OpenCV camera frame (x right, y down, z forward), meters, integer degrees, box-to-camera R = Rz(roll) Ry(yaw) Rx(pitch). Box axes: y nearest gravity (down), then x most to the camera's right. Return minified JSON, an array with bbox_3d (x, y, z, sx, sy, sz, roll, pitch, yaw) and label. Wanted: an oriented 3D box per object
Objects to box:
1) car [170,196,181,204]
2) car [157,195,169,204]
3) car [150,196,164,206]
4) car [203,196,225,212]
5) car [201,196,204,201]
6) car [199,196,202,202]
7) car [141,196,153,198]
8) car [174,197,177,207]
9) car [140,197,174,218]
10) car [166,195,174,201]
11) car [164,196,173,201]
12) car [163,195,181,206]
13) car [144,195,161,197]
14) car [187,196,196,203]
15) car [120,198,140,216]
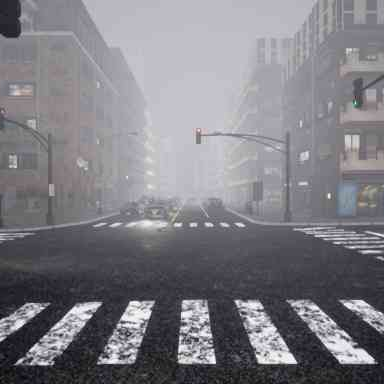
[{"bbox_3d":[-3.098,1.503,64.530,1.882,1.535,5.008,0,0,0],"label":"car"},{"bbox_3d":[-5.788,1.465,66.308,1.967,1.590,4.097,0,0,0],"label":"car"},{"bbox_3d":[-5.771,1.457,54.943,1.967,1.590,4.097,0,0,0],"label":"car"},{"bbox_3d":[2.634,1.448,37.910,1.967,1.590,4.097,0,0,0],"label":"car"},{"bbox_3d":[2.626,1.451,43.592,1.967,1.590,4.097,0,0,0],"label":"car"},{"bbox_3d":[2.609,1.599,54.957,1.802,1.307,4.206,0,0,0],"label":"car"},{"bbox_3d":[-5.746,1.534,37.725,1.752,1.417,4.829,0,0,0],"label":"car"},{"bbox_3d":[-3.158,1.610,39.946,1.895,1.301,4.718,0,0,0],"label":"car"},{"bbox_3d":[-3.136,1.497,30.647,2.128,1.511,4.902,0,0,1],"label":"car"},{"bbox_3d":[-5.823,1.595,89.037,2.008,1.369,4.403,0,0,0],"label":"car"},{"bbox_3d":[-5.814,1.589,83.354,2.008,1.369,4.403,0,0,0],"label":"car"},{"bbox_3d":[-3.162,1.578,49.924,1.994,1.385,4.181,0,0,0],"label":"car"},{"bbox_3d":[-5.755,1.326,43.578,2.192,1.841,5.009,0,0,0],"label":"car"},{"bbox_3d":[-0.061,1.539,70.634,2.128,1.511,4.902,0,0,0],"label":"car"},{"bbox_3d":[-5.737,1.572,32.212,1.947,1.339,4.313,0,0,0],"label":"car"}]
